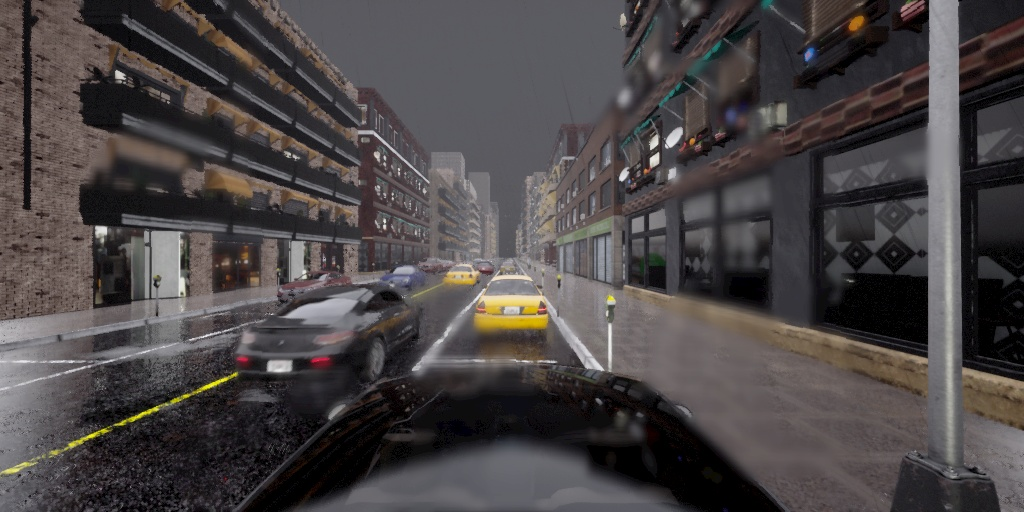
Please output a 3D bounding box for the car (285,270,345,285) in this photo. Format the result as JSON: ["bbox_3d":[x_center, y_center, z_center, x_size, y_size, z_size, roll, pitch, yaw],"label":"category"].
[{"bbox_3d":[-8.837,1.333,16.462,1.802,1.307,4.207,0,0,0],"label":"car"}]

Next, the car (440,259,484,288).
[{"bbox_3d":[-3.145,1.207,23.654,1.801,1.575,5.366,0,0,0],"label":"car"}]

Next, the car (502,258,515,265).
[{"bbox_3d":[-0.456,1.275,39.173,1.751,1.417,4.829,0,0,0],"label":"car"}]

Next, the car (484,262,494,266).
[{"bbox_3d":[-3.046,1.313,40.443,1.994,1.385,4.181,0,0,0],"label":"car"}]

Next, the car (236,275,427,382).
[{"bbox_3d":[-3.051,1.276,7.008,1.812,1.442,4.674,0,0,0],"label":"car"}]

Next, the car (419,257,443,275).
[{"bbox_3d":[-8.837,1.064,39.007,2.192,1.841,5.009,0,0,0],"label":"car"}]

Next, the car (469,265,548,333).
[{"bbox_3d":[0.005,1.207,10.689,1.801,1.575,5.366,0,0,0],"label":"car"}]

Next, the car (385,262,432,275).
[{"bbox_3d":[-6.246,1.276,20.955,1.812,1.442,4.674,0,0,0],"label":"car"}]
